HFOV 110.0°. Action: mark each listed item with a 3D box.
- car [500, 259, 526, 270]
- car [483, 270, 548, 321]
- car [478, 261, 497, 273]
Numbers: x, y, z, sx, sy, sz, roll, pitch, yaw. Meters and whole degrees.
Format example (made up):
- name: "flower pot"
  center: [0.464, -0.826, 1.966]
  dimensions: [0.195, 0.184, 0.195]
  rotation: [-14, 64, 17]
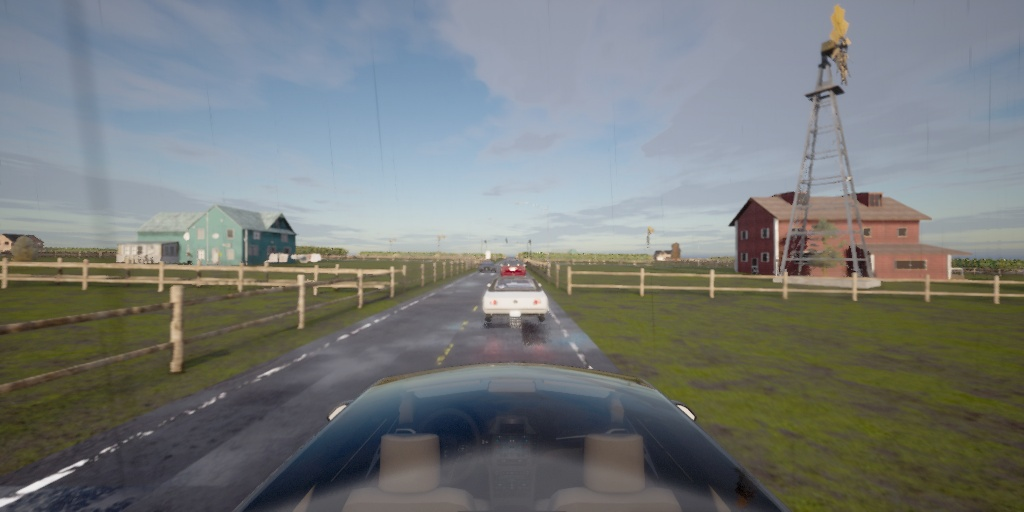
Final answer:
- name: "car"
  center: [0.099, 1.069, 29.805]
  dimensions: [2.097, 1.767, 4.553]
  rotation: [0, 0, 0]
- name: "car"
  center: [0.086, 1.337, 12.355]
  dimensions: [1.895, 1.301, 4.718]
  rotation: [0, 0, 0]
- name: "car"
  center: [-2.837, 1.269, 42.461]
  dimensions: [1.994, 1.385, 4.181]
  rotation: [0, 0, 0]
